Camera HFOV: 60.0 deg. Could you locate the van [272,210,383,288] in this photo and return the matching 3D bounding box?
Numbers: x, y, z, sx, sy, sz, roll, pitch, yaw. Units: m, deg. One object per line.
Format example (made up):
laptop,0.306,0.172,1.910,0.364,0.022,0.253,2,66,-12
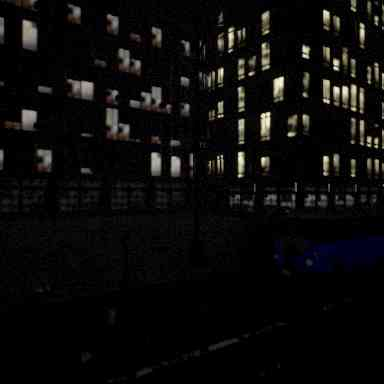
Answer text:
van,3.955,1.421,9.199,3.998,1.788,1.690,1,-1,-36
